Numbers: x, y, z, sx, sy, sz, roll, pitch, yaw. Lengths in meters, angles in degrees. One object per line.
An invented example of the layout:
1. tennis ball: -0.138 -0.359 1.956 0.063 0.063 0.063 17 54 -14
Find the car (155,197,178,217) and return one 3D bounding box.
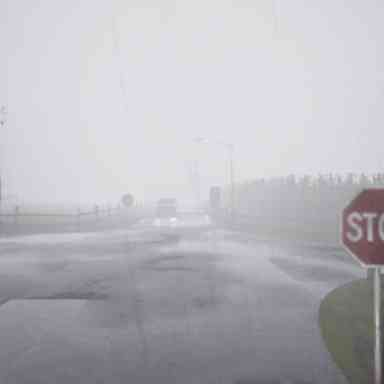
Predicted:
1. car: -2.744 1.615 36.308 2.150 2.045 5.566 0 0 0
